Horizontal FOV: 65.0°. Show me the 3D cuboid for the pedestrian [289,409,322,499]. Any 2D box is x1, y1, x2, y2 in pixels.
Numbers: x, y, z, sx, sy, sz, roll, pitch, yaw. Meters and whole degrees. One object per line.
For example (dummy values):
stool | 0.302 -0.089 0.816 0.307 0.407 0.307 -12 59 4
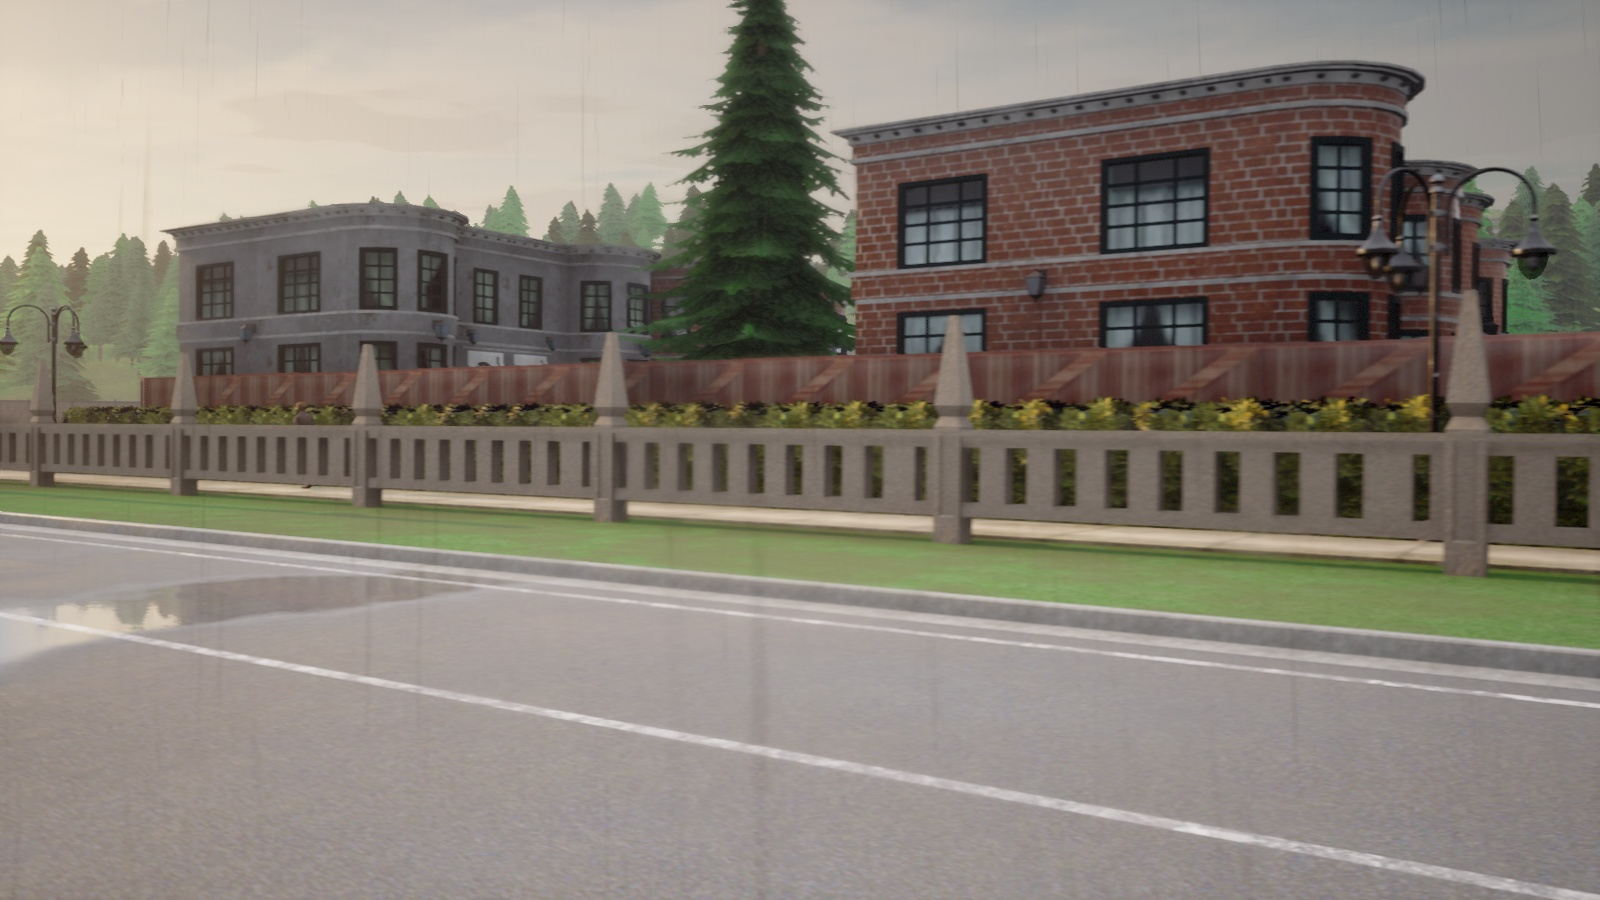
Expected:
pedestrian | -10.308 0.076 26.176 0.634 1.846 0.331 0 1 36
